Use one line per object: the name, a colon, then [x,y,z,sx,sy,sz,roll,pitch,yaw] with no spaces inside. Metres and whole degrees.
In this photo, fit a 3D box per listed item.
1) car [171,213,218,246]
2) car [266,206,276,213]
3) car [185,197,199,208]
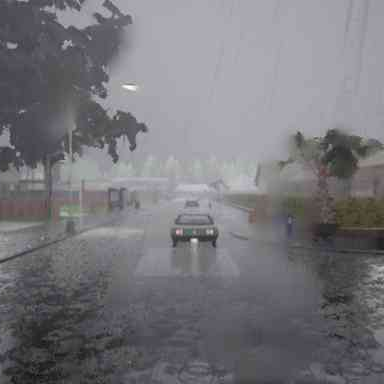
car: [0.099,1.612,15.307,1.895,1.301,4.718,0,0,0]
car: [8.881,1.376,27.412,5.357,1.415,2.033,0,0,3]
car: [-0.006,1.513,48.808,1.882,1.535,5.008,0,0,0]
